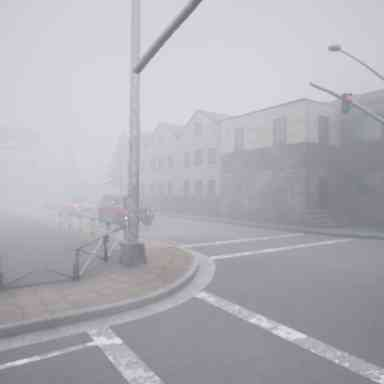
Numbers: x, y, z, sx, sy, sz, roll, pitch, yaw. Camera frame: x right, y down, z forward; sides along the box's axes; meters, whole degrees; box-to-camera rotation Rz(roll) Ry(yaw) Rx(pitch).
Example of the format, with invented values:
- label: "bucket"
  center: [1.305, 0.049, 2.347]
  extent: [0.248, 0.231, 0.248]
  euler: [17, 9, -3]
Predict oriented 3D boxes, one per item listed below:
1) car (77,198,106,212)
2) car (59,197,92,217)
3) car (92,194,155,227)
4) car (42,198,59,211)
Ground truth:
- label: "car"
  center: [-11.981, 1.488, 39.392]
  extent: [1.837, 1.490, 4.892]
  euler: [1, 0, -35]
- label: "car"
  center: [-10.386, 1.290, 30.780]
  extent: [2.097, 1.767, 4.553]
  euler: [1, -1, -35]
- label: "car"
  center: [-4.637, 1.159, 22.645]
  extent: [2.150, 2.045, 5.566]
  euler: [1, 0, -35]
- label: "car"
  center: [-16.354, 1.443, 39.267]
  extent: [1.837, 1.490, 4.892]
  euler: [1, 0, -35]
